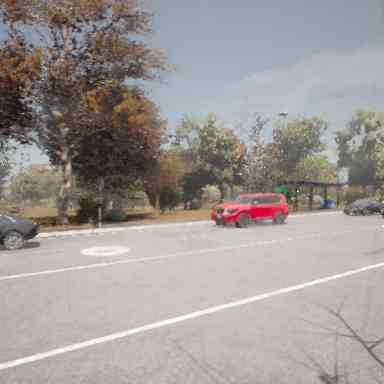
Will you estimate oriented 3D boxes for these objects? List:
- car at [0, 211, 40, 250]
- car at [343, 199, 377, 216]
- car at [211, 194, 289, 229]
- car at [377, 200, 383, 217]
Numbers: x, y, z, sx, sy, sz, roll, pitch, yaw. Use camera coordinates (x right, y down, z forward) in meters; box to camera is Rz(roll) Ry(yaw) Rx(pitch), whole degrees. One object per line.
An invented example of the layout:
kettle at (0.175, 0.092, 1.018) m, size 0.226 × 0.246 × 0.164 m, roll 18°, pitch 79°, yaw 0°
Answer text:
car at (-8.489, 1.479, 12.680) m, size 4.902 × 1.511 × 2.128 m, roll 0°, pitch 0°, yaw -35°
car at (15.422, 1.335, 29.584) m, size 4.674 × 1.442 × 1.812 m, roll 0°, pitch 0°, yaw -35°
car at (3.856, 1.131, 21.425) m, size 5.566 × 2.045 × 2.150 m, roll 0°, pitch 0°, yaw -35°
car at (16.974, 1.345, 26.353) m, size 4.674 × 1.442 × 1.812 m, roll 0°, pitch 0°, yaw -35°
